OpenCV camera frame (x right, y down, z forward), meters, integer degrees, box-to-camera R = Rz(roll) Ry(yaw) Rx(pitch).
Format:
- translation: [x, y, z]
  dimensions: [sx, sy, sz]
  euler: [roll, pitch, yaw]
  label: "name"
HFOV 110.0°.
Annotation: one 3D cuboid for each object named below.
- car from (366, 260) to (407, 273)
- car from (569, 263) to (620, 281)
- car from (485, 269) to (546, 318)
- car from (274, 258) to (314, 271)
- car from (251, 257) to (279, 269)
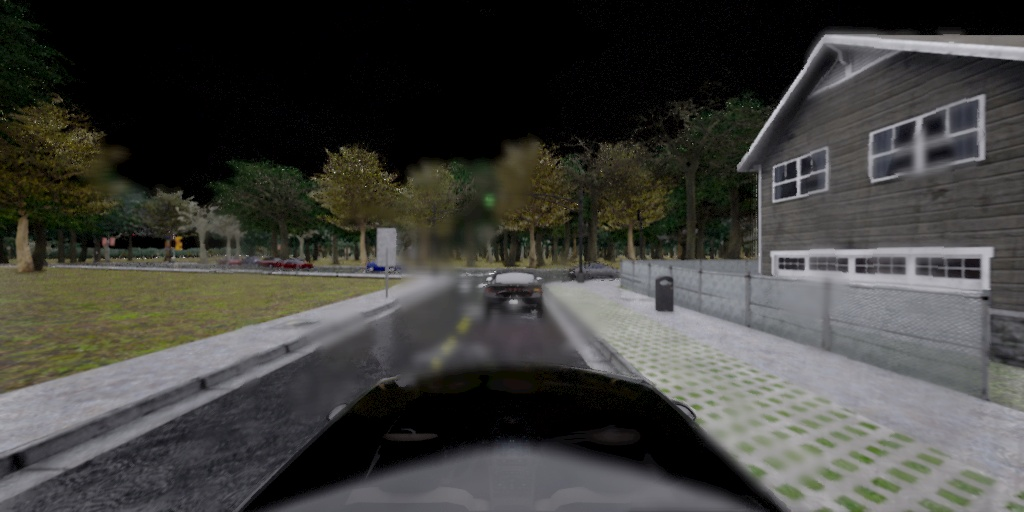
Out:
- translation: [-14.219, 1.106, 40.779]
  dimensions: [5.008, 1.535, 1.882]
  euler: [0, 0, 23]
  label: "car"
- translation: [6.529, 1.194, 27.425]
  dimensions: [4.181, 1.385, 1.994]
  euler: [0, -1, -12]
  label: "car"
- translation: [0.106, 1.191, 12.830]
  dimensions: [1.882, 1.535, 5.008]
  euler: [0, 0, 0]
  label: "car"
- translation: [-28.271, 1.225, 46.860]
  dimensions: [4.718, 1.301, 1.895]
  euler: [0, 0, 24]
  label: "car"
- translation: [-36.304, 0.969, 53.960]
  dimensions: [4.553, 1.767, 2.097]
  euler: [0, 0, 23]
  label: "car"
